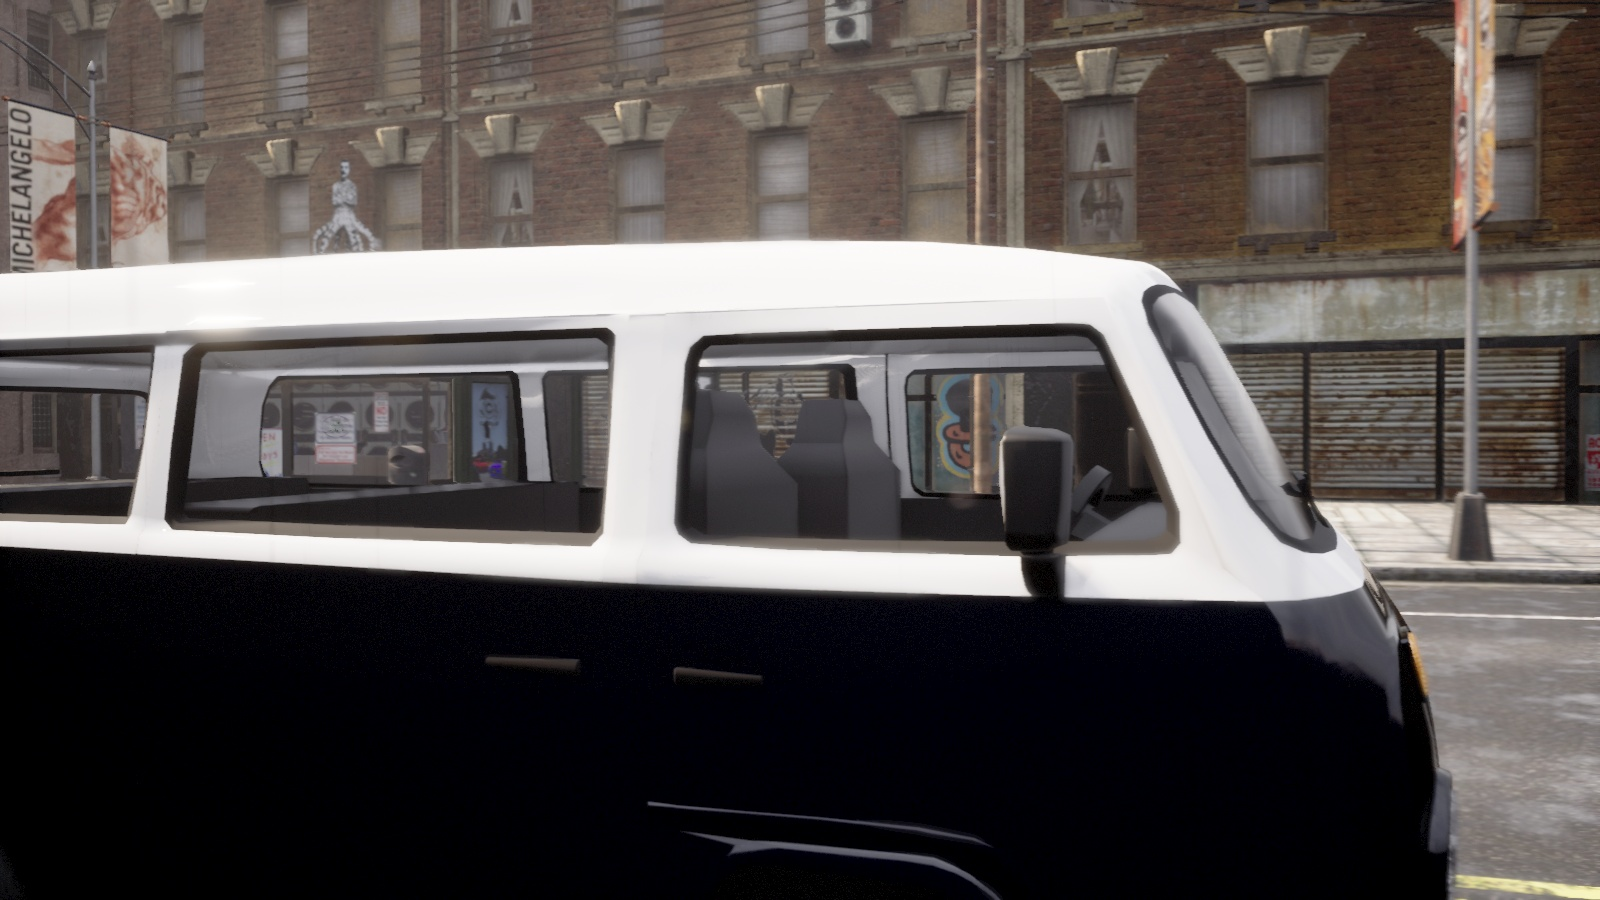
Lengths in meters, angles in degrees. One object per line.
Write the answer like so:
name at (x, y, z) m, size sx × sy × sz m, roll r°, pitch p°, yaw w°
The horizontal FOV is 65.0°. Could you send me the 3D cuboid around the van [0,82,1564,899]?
van at (-0.728, 0.495, 3.436) m, size 4.480 × 2.038 × 2.069 m, roll 1°, pitch 1°, yaw 20°
